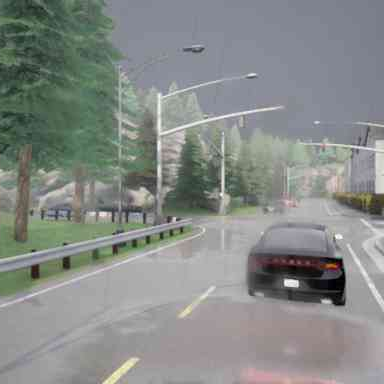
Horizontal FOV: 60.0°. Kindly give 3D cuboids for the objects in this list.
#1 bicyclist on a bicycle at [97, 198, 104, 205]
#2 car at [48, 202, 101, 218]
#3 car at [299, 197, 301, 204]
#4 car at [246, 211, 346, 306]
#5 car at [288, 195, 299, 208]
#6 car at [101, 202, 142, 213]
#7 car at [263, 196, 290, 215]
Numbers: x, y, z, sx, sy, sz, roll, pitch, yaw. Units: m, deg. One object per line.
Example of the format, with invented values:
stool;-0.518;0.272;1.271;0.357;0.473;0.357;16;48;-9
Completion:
bicyclist on a bicycle;-10.098;1.412;36.692;0.582;1.620;1.656;-2;5;20
car;-10.613;1.576;29.362;4.181;1.385;1.994;0;0;20
car;19.610;1.322;63.265;2.128;1.511;4.902;0;0;21
car;2.648;1.476;8.243;1.882;1.535;5.008;0;0;21
car;14.012;1.345;48.721;2.097;1.767;4.553;0;0;21
car;-7.326;1.612;32.174;4.718;1.301;1.895;0;0;19
car;8.436;1.487;34.017;2.128;1.511;4.902;0;0;21
